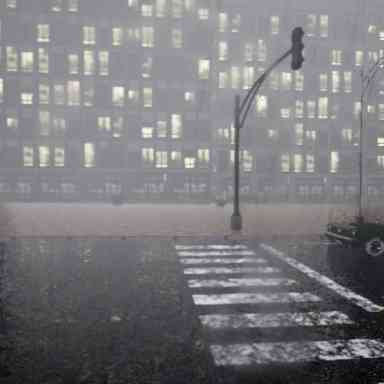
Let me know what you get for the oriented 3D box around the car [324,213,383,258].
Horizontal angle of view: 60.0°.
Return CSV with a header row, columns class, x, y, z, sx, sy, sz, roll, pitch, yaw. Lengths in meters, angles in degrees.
class,x,y,z,sx,sy,sz,roll,pitch,yaw
car,7.092,1.382,11.324,4.718,1.301,1.895,1,2,-6
